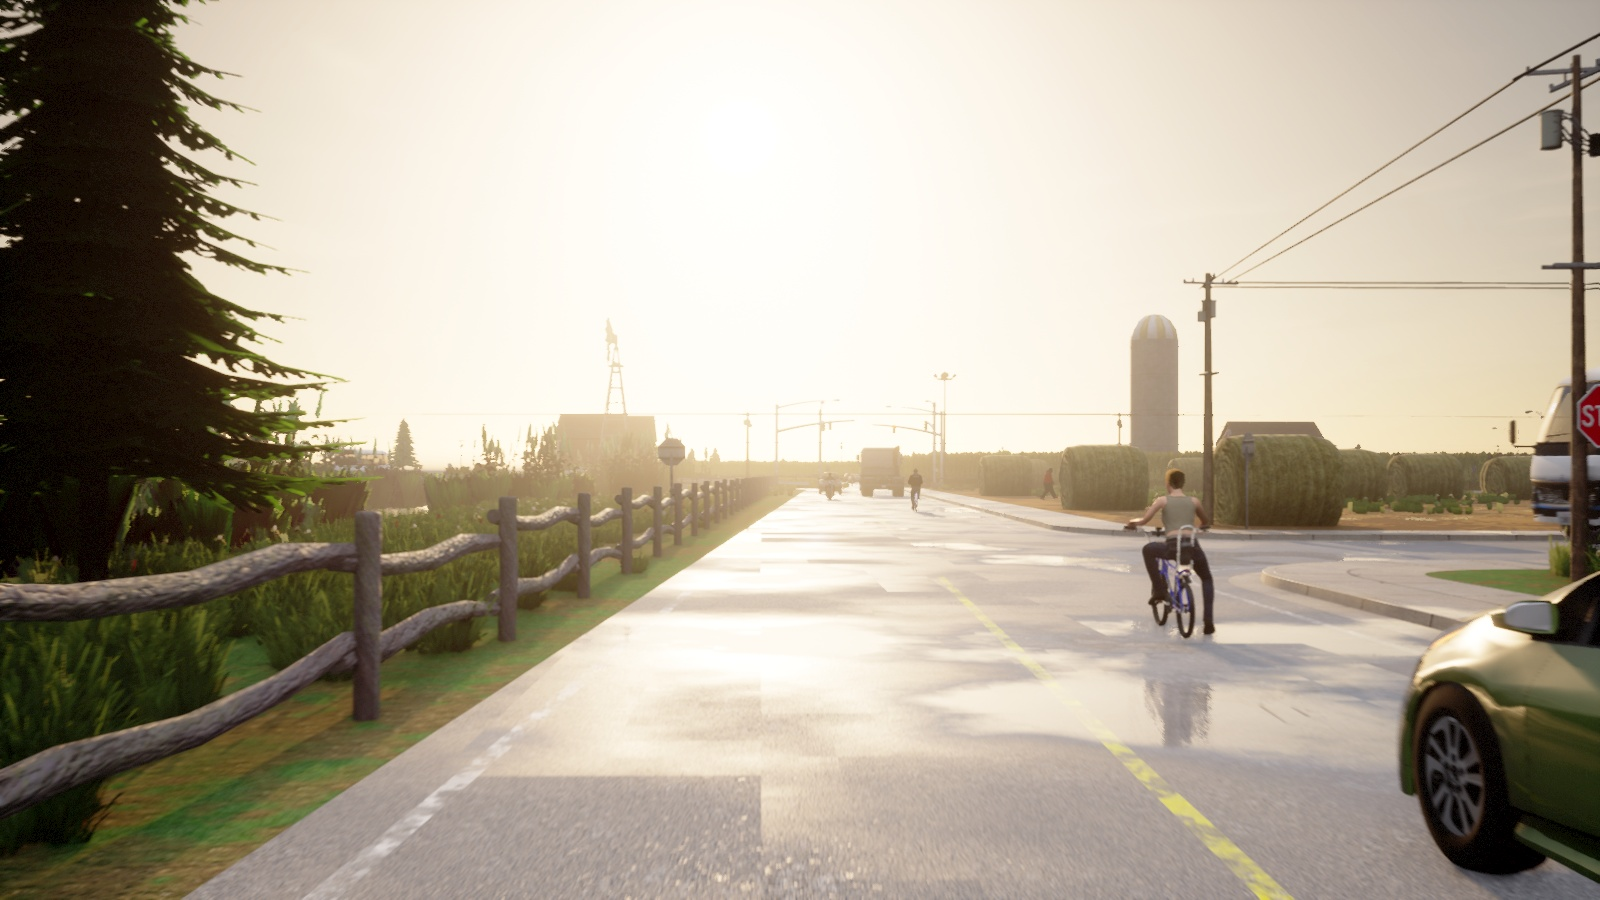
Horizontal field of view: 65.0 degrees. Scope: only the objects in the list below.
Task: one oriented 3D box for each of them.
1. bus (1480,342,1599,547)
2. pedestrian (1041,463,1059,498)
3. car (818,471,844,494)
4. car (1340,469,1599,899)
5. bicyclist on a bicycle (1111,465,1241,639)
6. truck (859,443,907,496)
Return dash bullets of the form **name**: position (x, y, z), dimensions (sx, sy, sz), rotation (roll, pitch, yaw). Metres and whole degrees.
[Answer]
- **bus**: position (21.399, -0.105, 28.043), dimensions (10.273, 4.253, 3.944), rotation (0, -1, -1)
- **pedestrian**: position (13.281, 1.623, 66.756), dimensions (0.899, 1.844, 0.634), rotation (0, -1, 11)
- **car**: position (2.271, 2.373, 92.269), dimensions (1.851, 1.617, 3.988), rotation (0, -1, 1)
- **car**: position (3.513, 0.811, 3.597), dimensions (2.007, 1.525, 4.514), rotation (0, -1, 0)
- **bicyclist on a bicycle**: position (3.681, 0.960, 12.424), dimensions (0.866, 1.612, 1.509), rotation (0, -1, 2)
- **truck**: position (5.607, 1.367, 86.038), dimensions (2.891, 3.462, 7.936), rotation (0, -1, 1)
